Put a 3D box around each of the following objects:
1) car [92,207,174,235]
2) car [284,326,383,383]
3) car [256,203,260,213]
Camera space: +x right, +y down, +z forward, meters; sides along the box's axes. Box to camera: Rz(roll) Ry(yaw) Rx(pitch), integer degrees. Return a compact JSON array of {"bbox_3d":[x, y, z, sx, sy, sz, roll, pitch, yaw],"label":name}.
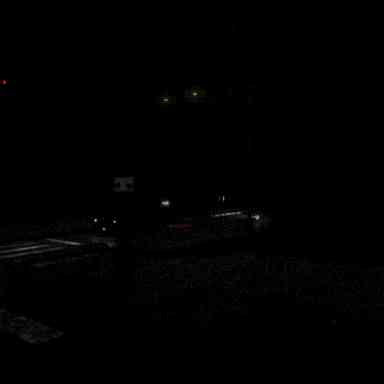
[{"bbox_3d":[-3.130,1.530,18.425,1.895,1.301,4.718,0,0,35],"label":"car"},{"bbox_3d":[2.665,1.316,0.908,5.009,1.841,2.192,0,0,35],"label":"car"},{"bbox_3d":[8.276,1.337,34.499,2.128,1.511,4.902,0,0,35],"label":"car"}]
